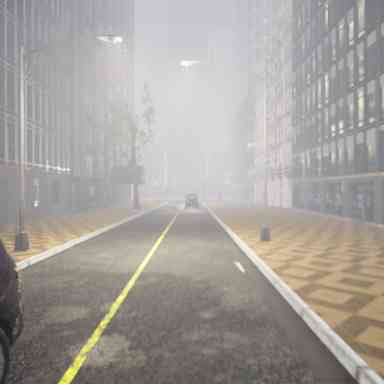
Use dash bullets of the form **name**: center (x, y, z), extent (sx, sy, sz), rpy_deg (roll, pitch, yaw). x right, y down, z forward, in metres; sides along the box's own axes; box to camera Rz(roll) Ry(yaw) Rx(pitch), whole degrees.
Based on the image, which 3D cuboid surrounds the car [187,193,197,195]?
- **car**: center (0.000, 1.238, 53.103), extent (2.150, 2.045, 5.566), rpy_deg (0, 0, 0)

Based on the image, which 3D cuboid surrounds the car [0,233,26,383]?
- **car**: center (-3.075, 1.221, 1.728), extent (2.150, 2.045, 5.566), rpy_deg (0, 0, 0)

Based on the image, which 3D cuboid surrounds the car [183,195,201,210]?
- **car**: center (0.000, 1.512, 42.630), extent (1.837, 1.490, 4.892), rpy_deg (0, 0, 0)
